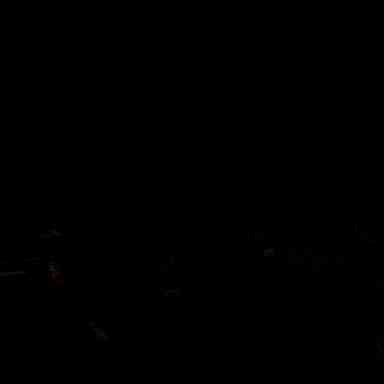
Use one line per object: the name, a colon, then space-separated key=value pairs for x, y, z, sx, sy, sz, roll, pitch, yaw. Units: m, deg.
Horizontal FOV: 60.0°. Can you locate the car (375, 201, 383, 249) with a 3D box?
car: x=7.818 y=1.172 z=10.990 sx=2.150 sy=2.045 sz=5.566 roll=1 pitch=0 yaw=15

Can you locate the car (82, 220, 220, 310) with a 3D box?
car: x=-1.745 y=1.497 z=8.159 sx=2.163 sy=1.488 sz=4.792 roll=0 pitch=0 yaw=-35

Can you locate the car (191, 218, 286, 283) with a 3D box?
car: x=0.490 y=1.483 z=9.819 sx=2.163 sy=1.488 sz=4.792 roll=0 pitch=0 yaw=-35

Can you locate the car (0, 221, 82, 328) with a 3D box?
car: x=-4.015 y=1.355 z=6.543 sx=2.185 sy=1.767 sz=4.553 roll=0 pitch=0 yaw=-35
